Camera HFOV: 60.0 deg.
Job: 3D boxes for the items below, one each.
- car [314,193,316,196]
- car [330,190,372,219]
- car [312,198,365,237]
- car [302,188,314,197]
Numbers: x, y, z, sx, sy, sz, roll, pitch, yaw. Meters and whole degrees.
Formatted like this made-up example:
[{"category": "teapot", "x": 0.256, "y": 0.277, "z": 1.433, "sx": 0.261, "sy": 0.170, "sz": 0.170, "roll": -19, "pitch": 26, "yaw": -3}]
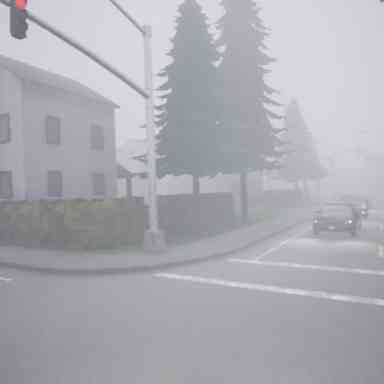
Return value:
[{"category": "car", "x": 25.539, "y": 0.401, "z": 73.945, "sx": 3.806, "sy": 1.475, "sz": 1.970, "roll": -2, "pitch": 0, "yaw": 29}, {"category": "car", "x": 11.750, "y": 0.929, "z": 24.405, "sx": 2.097, "sy": 1.767, "sz": 4.553, "roll": -2, "pitch": 0, "yaw": 30}, {"category": "car", "x": 7.308, "y": 1.264, "z": 16.618, "sx": 1.812, "sy": 1.442, "sz": 4.674, "roll": -2, "pitch": 0, "yaw": 31}, {"category": "car", "x": 23.366, "y": 0.194, "z": 71.348, "sx": 3.866, "sy": 1.878, "sz": 1.905, "roll": -2, "pitch": 0, "yaw": 29}]
